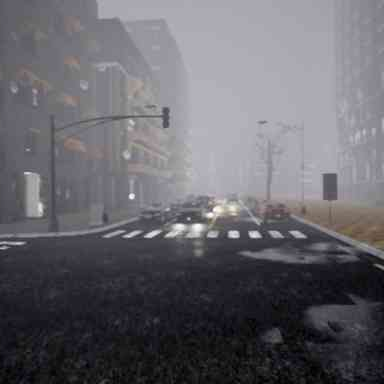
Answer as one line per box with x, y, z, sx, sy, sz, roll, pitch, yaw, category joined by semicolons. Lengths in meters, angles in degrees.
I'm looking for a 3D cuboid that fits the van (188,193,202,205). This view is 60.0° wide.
0.533;1.045;51.550;1.690;1.788;3.998;-1;0;7;van

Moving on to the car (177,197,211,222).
0.072;1.398;25.061;2.033;1.411;5.357;-1;0;6;car

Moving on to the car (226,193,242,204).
6.672;1.214;54.225;1.895;1.301;4.718;-1;0;7;car

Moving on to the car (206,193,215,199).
4.995;1.018;90.021;2.008;1.369;4.403;-1;0;7;car

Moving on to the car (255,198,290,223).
5.674;1.335;23.106;1.887;1.381;4.507;-1;0;7;car

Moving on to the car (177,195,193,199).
-1.376;1.365;35.064;2.008;1.369;4.403;-1;0;7;car

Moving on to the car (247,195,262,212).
6.967;1.238;34.267;1.752;1.417;4.829;-1;0;7;car

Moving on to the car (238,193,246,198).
13.319;0.917;89.055;2.008;1.369;4.403;-1;0;7;car

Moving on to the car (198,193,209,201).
2.446;1.038;68.038;1.967;1.590;4.097;-1;0;7;car

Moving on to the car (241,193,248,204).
8.860;1.186;50.585;1.802;1.307;4.206;-1;0;7;car

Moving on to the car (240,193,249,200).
11.408;1.008;72.568;1.887;1.381;4.507;-1;0;7;car

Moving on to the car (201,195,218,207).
2.432;1.191;45.218;1.882;1.535;5.008;-1;0;7;car

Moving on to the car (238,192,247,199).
12.681;0.839;83.558;1.967;1.590;4.097;-1;0;7;car

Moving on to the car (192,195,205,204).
1.173;1.250;57.047;1.802;1.307;4.206;-1;0;7;car

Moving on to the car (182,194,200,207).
-0.103;1.181;46.055;1.967;1.590;4.097;-1;0;7;car

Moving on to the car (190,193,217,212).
1.237;1.133;35.106;2.097;1.767;4.553;-1;0;7;car

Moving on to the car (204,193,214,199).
4.358;1.050;84.525;2.008;1.369;4.403;-1;0;7;car

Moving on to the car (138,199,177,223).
-2.650;1.441;24.072;2.008;1.369;4.403;-1;0;7;car

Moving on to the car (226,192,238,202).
7.732;0.902;64.235;2.097;1.767;4.553;-1;0;7;car

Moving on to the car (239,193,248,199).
12.045;0.982;78.064;2.008;1.369;4.403;-1;0;7;car
